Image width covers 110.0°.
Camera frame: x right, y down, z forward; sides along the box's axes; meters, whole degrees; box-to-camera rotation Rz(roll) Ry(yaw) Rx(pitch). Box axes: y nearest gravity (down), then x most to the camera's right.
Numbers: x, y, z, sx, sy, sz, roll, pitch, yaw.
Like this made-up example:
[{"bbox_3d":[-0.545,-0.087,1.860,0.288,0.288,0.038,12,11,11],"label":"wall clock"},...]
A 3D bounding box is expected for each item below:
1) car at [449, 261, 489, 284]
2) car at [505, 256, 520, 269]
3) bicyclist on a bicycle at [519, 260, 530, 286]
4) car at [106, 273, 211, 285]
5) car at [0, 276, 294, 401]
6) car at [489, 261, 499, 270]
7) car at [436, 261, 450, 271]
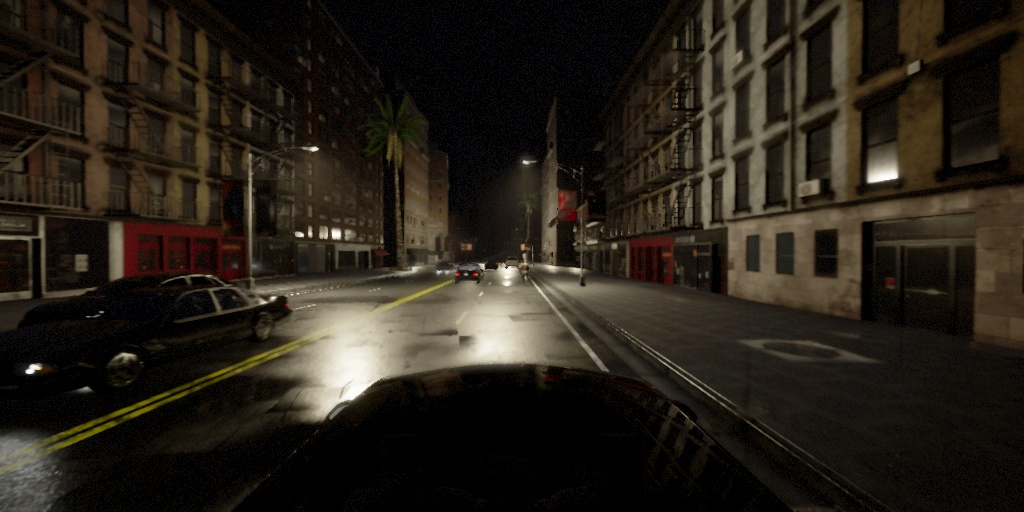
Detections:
[{"bbox_3d":[-3.142,1.316,27.222,2.033,1.411,5.357,0,0,0],"label":"car"},{"bbox_3d":[0.050,1.081,58.587,2.150,2.045,5.566,0,0,1],"label":"car"},{"bbox_3d":[0.901,1.136,24.103,0.659,1.776,1.843,0,0,0],"label":"bicyclist on a bicycle"},{"bbox_3d":[-9.847,1.256,9.917,1.837,1.490,4.892,0,0,0],"label":"car"},{"bbox_3d":[-6.599,1.297,6.948,2.033,1.411,5.357,0,0,0],"label":"car"},{"bbox_3d":[-3.135,1.407,54.828,1.994,1.385,4.181,0,0,0],"label":"car"},{"bbox_3d":[-9.797,1.398,52.424,1.994,1.385,4.181,0,0,0],"label":"car"}]
